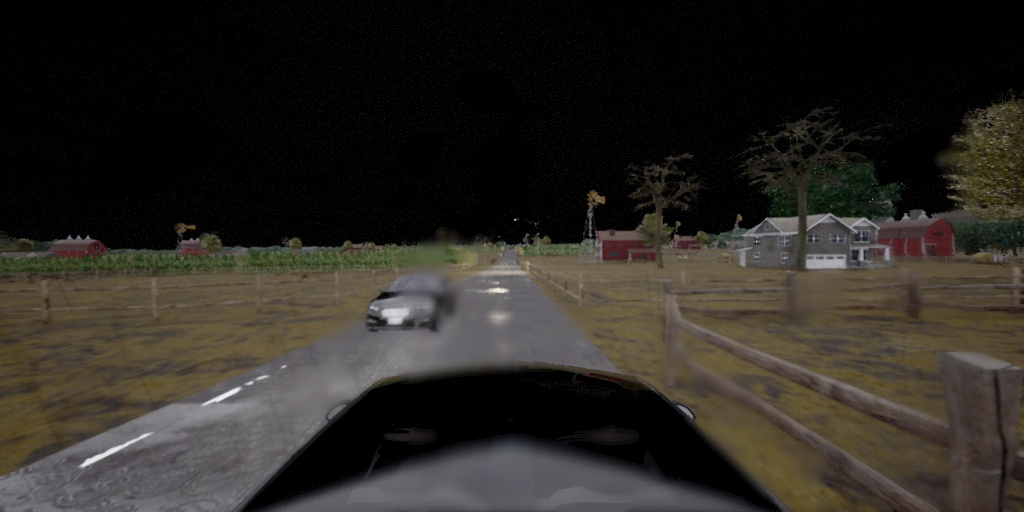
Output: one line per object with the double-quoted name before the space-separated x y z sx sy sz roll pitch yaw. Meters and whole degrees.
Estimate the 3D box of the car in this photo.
"car" -2.753 1.281 10.925 2.128 1.511 4.902 0 0 0
